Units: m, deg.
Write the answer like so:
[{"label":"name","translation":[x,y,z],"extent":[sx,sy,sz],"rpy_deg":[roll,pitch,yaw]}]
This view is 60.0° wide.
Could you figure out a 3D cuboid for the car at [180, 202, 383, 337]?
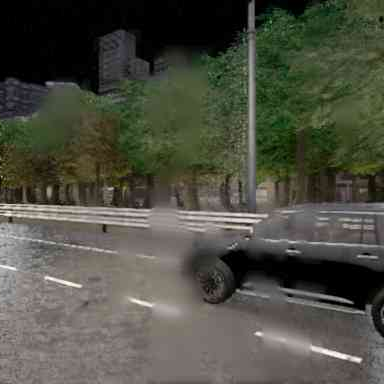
[{"label":"car","translation":[2.401,1.223,6.456],"extent":[5.566,2.045,2.150],"rpy_deg":[0,0,36]}]
